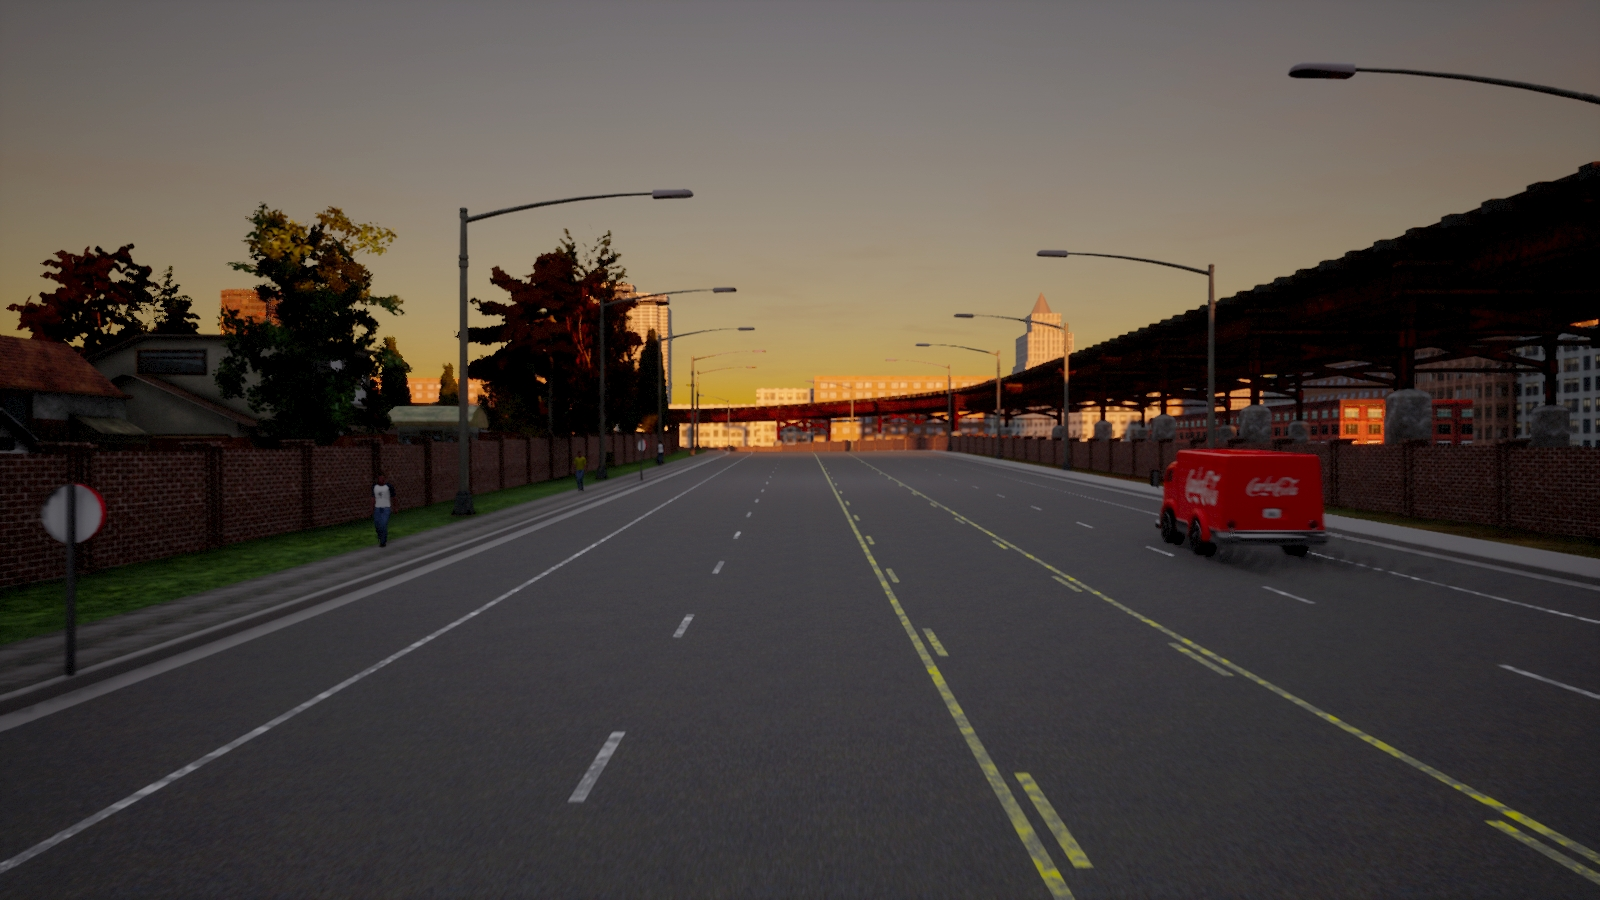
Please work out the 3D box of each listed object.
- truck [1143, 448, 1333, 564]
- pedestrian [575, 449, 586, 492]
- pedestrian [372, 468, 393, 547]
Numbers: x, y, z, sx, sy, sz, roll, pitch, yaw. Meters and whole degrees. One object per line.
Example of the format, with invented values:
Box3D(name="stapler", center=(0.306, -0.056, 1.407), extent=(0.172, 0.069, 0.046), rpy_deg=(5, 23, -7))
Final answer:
Box3D(name="truck", center=(10.500, 1.235, 27.940), extent=(2.627, 2.467, 5.204), rpy_deg=(0, 1, 0))
Box3D(name="pedestrian", center=(-9.647, 0.889, 50.227), extent=(0.375, 1.860, 0.375), rpy_deg=(0, 0, -1))
Box3D(name="pedestrian", center=(-9.932, 1.373, 27.212), extent=(0.375, 1.860, 0.375), rpy_deg=(0, 0, -2))
